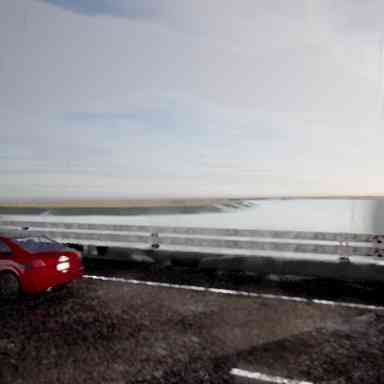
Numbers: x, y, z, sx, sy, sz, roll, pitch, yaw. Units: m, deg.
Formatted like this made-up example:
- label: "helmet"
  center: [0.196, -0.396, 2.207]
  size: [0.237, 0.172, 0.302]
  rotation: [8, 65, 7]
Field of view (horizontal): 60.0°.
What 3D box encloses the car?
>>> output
- label: "car"
  center: [-4.833, 1.691, 8.417]
  size: [4.181, 1.385, 1.994]
  rotation: [0, -1, 21]
